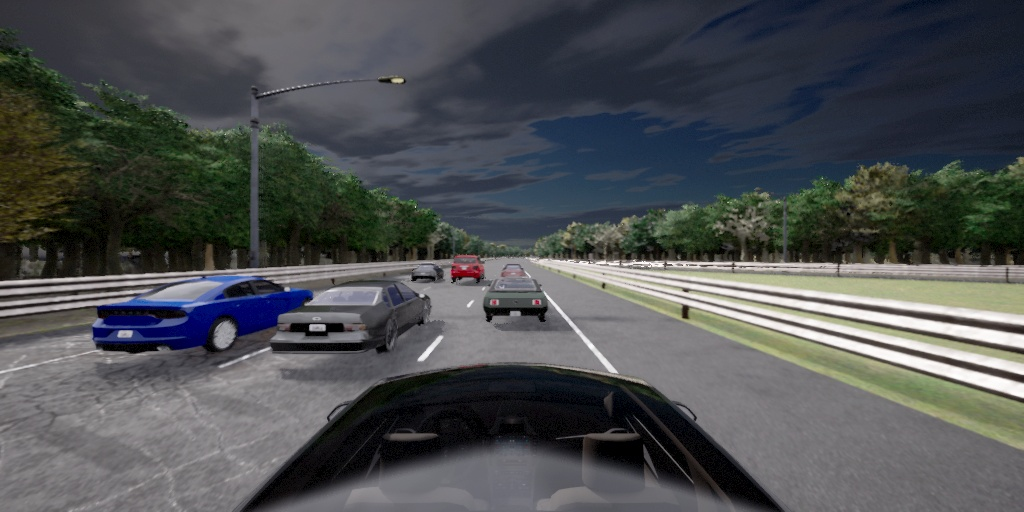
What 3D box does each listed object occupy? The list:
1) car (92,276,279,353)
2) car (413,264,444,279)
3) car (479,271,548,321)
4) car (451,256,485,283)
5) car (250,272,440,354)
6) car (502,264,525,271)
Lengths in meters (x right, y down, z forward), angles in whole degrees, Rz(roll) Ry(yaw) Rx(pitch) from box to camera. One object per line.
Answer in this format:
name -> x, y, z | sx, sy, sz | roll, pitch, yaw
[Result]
car -> -6.897, 1.215, 8.862 | 1.882, 1.535, 5.008 | 0, 1, 0
car -> -6.888, 1.326, 29.706 | 1.994, 1.385, 4.181 | 0, 0, 0
car -> 0.104, 1.353, 12.420 | 1.895, 1.301, 4.718 | 0, 0, 0
car -> -3.395, 0.987, 28.230 | 2.150, 2.045, 5.566 | 0, 0, 0
car -> -3.398, 1.299, 8.770 | 2.033, 1.411, 5.357 | 0, 0, 0
car -> 0.107, 1.331, 29.665 | 1.994, 1.385, 4.181 | 0, 0, 0
